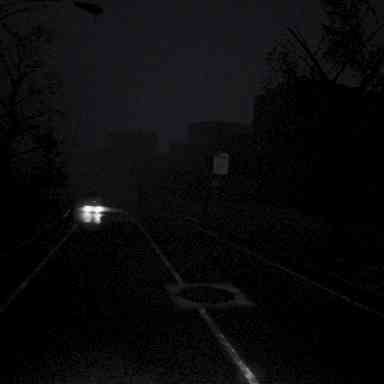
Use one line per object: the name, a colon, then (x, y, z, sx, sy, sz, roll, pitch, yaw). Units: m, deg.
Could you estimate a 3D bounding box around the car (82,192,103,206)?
car: (-11.477, 0.724, 38.211, 2.128, 1.511, 4.902, 2, 0, -23)
